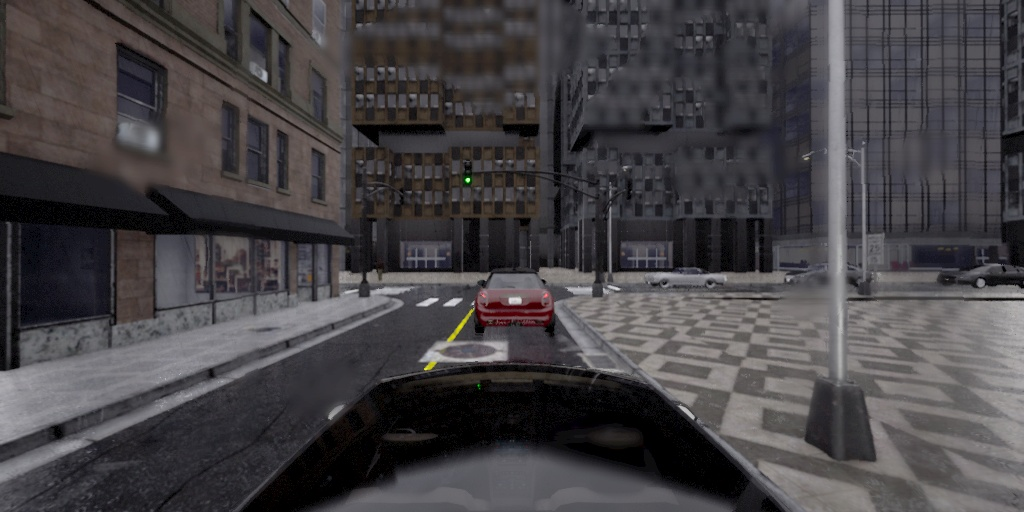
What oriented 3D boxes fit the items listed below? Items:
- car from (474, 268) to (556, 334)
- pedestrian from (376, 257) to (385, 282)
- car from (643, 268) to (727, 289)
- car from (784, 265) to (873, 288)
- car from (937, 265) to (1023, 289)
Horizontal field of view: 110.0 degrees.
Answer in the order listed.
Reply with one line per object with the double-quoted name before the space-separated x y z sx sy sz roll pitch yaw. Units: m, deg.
"car" 0.017 1.143 11.004 2.097 1.767 4.553 0 0 -2
"pedestrian" -9.855 1.014 26.747 0.375 1.860 0.375 0 0 1
"car" 11.180 1.431 23.493 4.718 1.301 1.895 0 0 1
"car" 20.525 1.309 23.395 4.902 1.511 2.128 0 0 1
"car" 30.750 1.309 23.283 4.892 1.490 1.837 0 0 1
